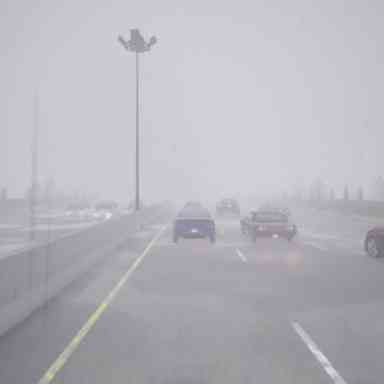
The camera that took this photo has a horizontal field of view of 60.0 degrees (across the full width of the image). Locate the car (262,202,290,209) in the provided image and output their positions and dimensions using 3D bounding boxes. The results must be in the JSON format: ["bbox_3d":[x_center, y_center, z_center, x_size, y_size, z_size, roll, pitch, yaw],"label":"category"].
[{"bbox_3d":[7.103,1.571,29.120,2.033,1.411,5.357,0,0,0],"label":"car"}]

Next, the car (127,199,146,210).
[{"bbox_3d":[-7.078,1.582,42.976,1.812,1.442,4.674,0,0,0],"label":"car"}]

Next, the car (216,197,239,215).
[{"bbox_3d":[3.604,1.385,34.213,2.097,1.767,4.553,0,0,0],"label":"car"}]

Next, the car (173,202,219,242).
[{"bbox_3d":[0.101,1.485,16.492,1.882,1.535,5.008,0,0,0],"label":"car"}]

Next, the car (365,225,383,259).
[{"bbox_3d":[7.101,1.355,9.801,2.097,1.767,4.553,0,0,0],"label":"car"}]

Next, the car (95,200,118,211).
[{"bbox_3d":[-10.584,1.653,41.302,1.895,1.301,4.718,0,0,0],"label":"car"}]

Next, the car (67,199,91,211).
[{"bbox_3d":[-14.080,1.579,41.750,1.812,1.442,4.674,0,0,0],"label":"car"}]

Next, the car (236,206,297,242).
[{"bbox_3d":[3.602,1.608,16.577,1.895,1.301,4.718,0,0,0],"label":"car"}]
